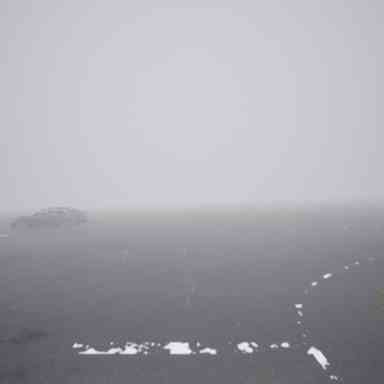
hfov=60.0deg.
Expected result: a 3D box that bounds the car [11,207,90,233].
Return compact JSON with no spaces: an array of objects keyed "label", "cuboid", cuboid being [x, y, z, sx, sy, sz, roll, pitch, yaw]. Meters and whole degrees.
[{"label":"car","cuboid":[-9.170,1.735,21.676,4.902,1.511,2.128,-2,1,0]}]
